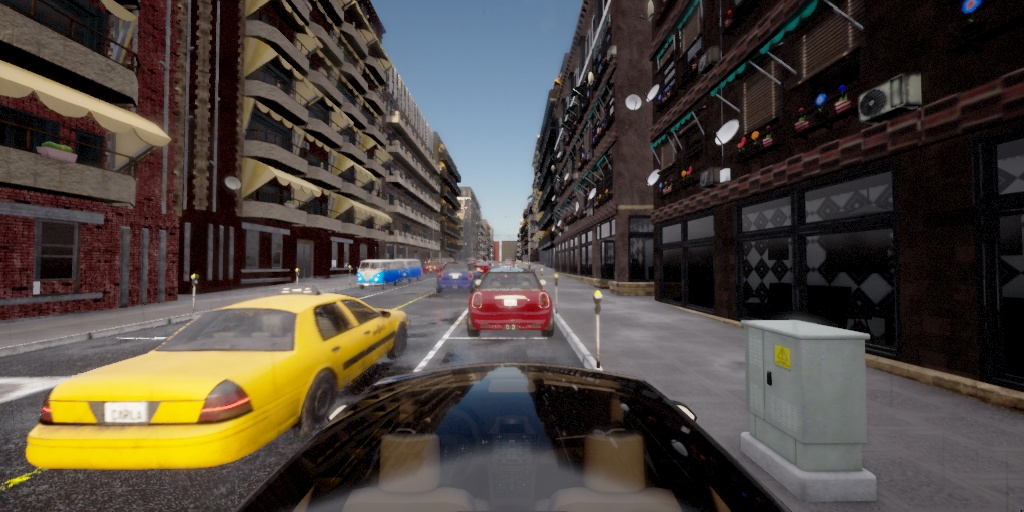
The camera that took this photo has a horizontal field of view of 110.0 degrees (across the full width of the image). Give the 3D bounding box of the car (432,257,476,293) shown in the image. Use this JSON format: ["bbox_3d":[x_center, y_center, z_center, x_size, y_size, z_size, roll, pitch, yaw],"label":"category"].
[{"bbox_3d":[-2.975,1.116,21.063,2.097,1.767,4.553,0,0,1],"label":"car"}]

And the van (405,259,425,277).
[{"bbox_3d":[-8.335,1.118,28.134,1.690,1.789,3.998,0,0,0],"label":"van"}]

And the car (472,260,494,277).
[{"bbox_3d":[-2.967,1.273,37.276,1.882,1.535,5.008,0,0,0],"label":"car"}]

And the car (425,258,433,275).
[{"bbox_3d":[-8.335,1.115,39.194,2.192,1.841,5.009,0,0,0],"label":"car"}]

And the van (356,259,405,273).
[{"bbox_3d":[-8.335,1.108,22.603,1.690,1.789,3.998,0,0,0],"label":"van"}]

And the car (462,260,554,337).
[{"bbox_3d":[-0.033,1.108,10.473,2.097,1.767,4.553,0,0,0],"label":"car"}]

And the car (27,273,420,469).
[{"bbox_3d":[-3.020,1.207,5.369,1.801,1.575,5.366,0,0,0],"label":"car"}]

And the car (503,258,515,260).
[{"bbox_3d":[-0.445,1.240,39.134,1.967,1.591,4.097,0,0,0],"label":"car"}]
